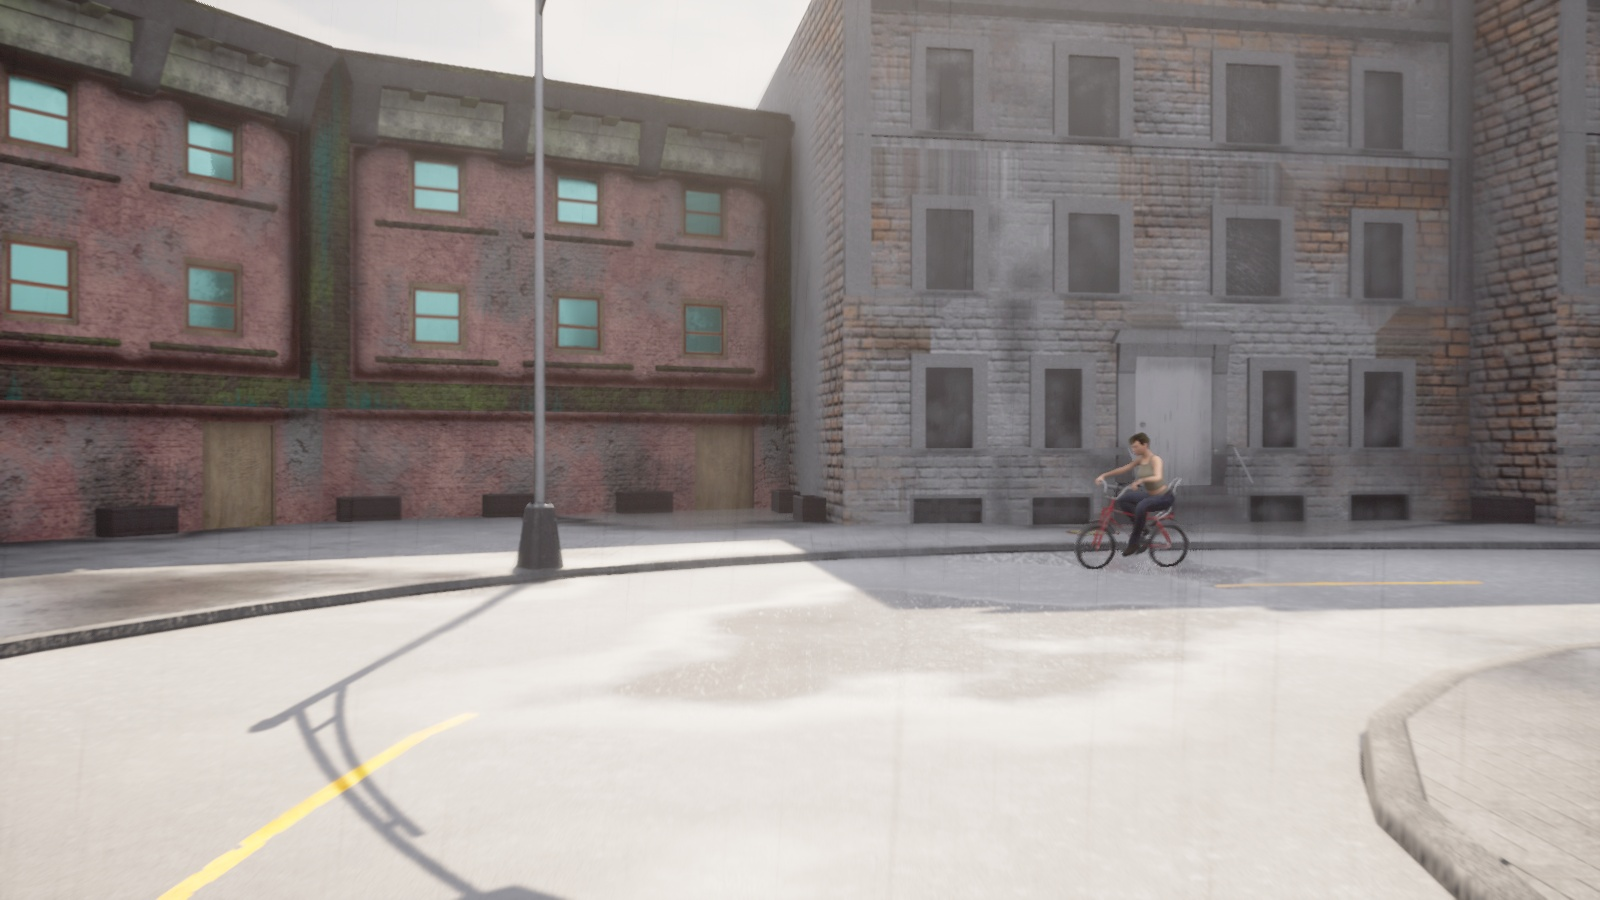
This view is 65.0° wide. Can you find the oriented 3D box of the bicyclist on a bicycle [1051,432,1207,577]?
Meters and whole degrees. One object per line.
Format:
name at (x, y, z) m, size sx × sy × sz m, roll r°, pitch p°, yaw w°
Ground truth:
bicyclist on a bicycle at (3.852, 0.605, 14.757) m, size 1.509 × 1.612 × 0.866 m, roll 0°, pitch 2°, yaw -16°
